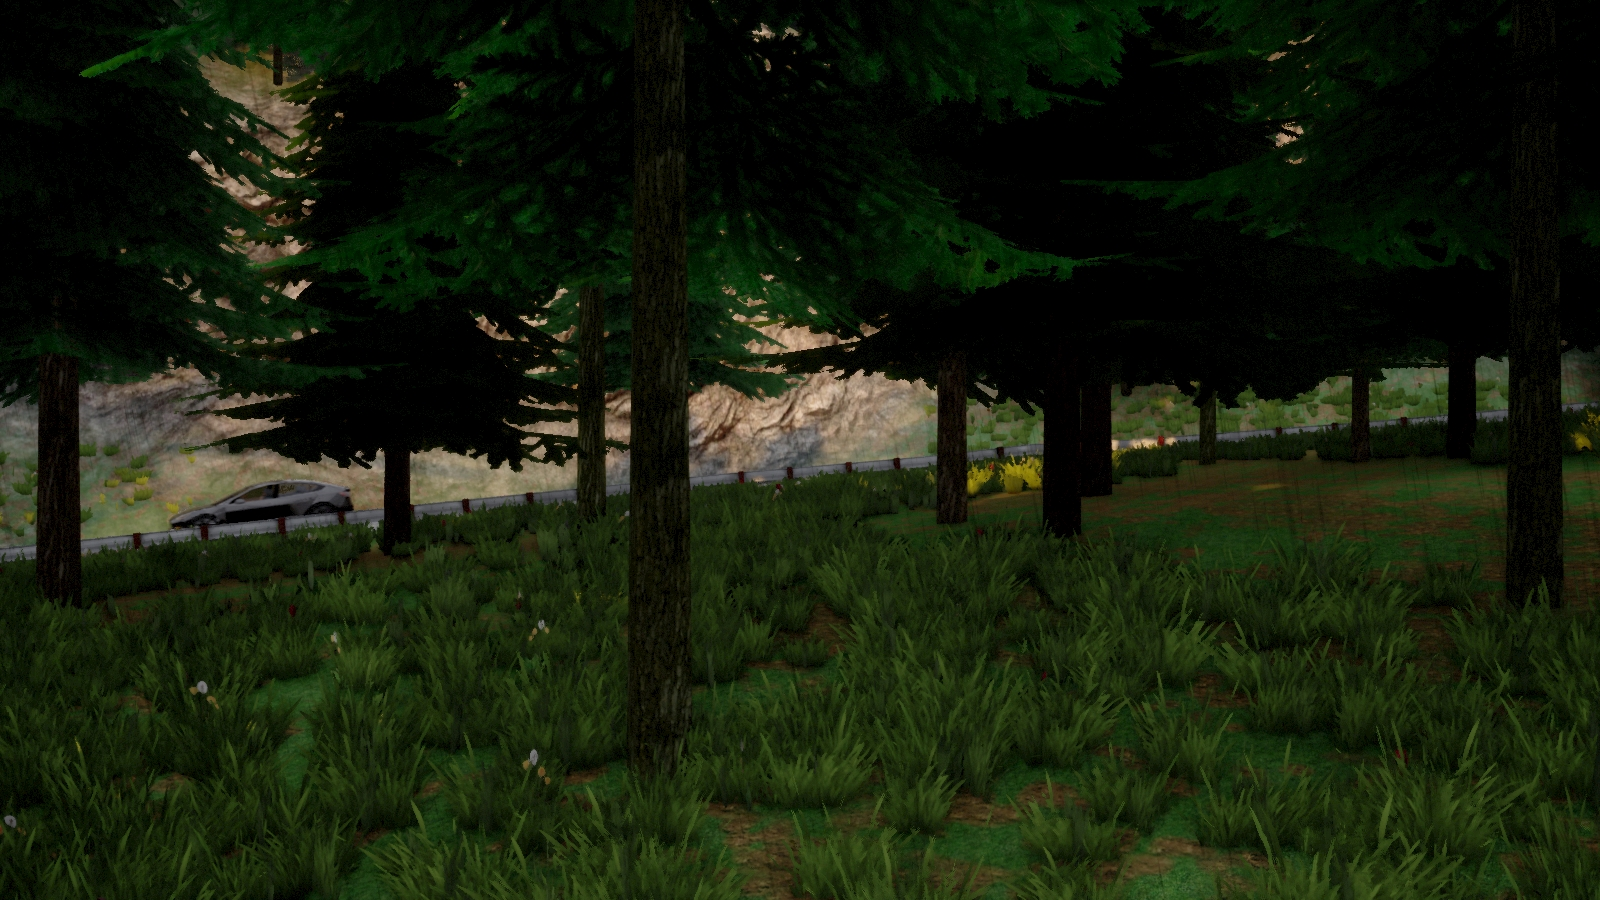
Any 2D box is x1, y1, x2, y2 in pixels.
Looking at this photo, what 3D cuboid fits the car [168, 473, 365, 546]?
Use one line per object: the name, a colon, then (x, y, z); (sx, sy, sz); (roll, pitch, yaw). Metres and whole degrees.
car: (-15.285, 1.645, 32.787); (4.792, 1.488, 2.163); (-5, 3, -32)
